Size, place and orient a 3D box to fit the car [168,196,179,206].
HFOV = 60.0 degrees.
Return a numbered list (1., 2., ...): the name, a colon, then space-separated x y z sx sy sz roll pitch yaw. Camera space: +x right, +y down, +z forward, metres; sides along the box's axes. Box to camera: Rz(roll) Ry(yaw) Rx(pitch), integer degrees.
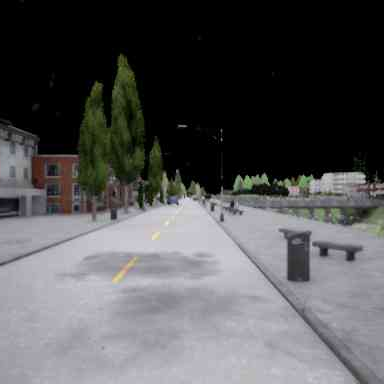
1. car: -4.015 1.909 71.774 2.150 2.045 5.566 0 -1 0
